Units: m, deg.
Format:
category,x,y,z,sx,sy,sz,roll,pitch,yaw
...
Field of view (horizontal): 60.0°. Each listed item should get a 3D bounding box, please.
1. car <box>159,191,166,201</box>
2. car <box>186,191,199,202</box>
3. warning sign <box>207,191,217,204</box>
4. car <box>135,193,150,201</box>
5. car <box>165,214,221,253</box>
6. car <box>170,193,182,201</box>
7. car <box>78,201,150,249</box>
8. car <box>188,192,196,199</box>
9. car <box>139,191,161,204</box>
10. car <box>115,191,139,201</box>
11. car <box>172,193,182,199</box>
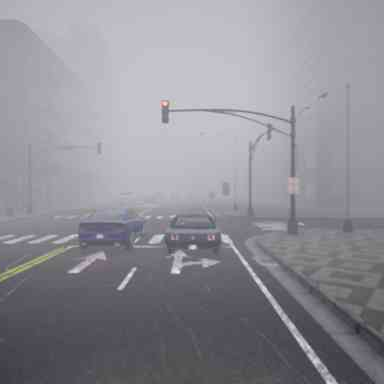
category,x,y,z,sx,sy,sz,roll,pitch,yaw
car,-6.510,0.735,67.780,2.150,2.045,5.566,0,1,0
car,0.034,0.739,63.198,2.150,2.045,5.566,0,1,0
warning sign,2.844,0.756,47.864,1.300,1.860,1.060,0,0,0
car,-9.765,0.982,65.752,2.128,1.511,4.902,0,1,0
car,0.052,1.506,13.146,1.895,1.301,4.718,0,0,0
car,-3.214,1.019,63.599,1.837,1.490,4.892,0,1,1
car,-3.192,1.377,14.047,1.882,1.535,5.008,0,0,0
car,-0.006,0.790,74.378,1.882,1.535,5.008,0,0,0
car,-6.581,1.098,52.083,2.128,1.511,4.902,0,0,0
car,-9.840,0.847,49.642,2.150,2.045,5.566,0,1,0
car,-3.256,0.852,74.378,2.033,1.411,5.357,0,0,0
